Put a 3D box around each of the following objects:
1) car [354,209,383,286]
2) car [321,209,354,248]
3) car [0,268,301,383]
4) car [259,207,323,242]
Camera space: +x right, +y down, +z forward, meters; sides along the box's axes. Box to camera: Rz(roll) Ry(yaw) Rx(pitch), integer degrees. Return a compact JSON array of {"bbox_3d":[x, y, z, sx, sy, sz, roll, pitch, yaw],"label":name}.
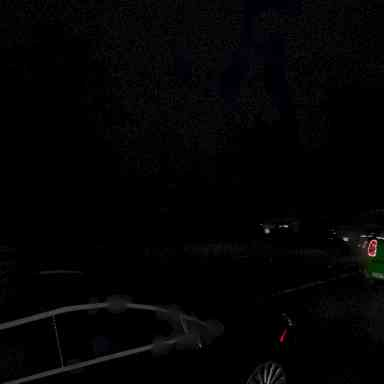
[{"bbox_3d":[6.279,1.352,8.178,4.553,1.767,2.097,0,0,-35],"label":"car"},{"bbox_3d":[7.673,1.505,13.695,4.892,1.490,1.837,0,0,-35],"label":"car"},{"bbox_3d":[-1.037,1.492,2.986,4.902,1.511,2.128,0,0,-36],"label":"car"},{"bbox_3d":[5.385,1.491,16.365,4.902,1.511,2.128,0,0,-35],"label":"car"}]
